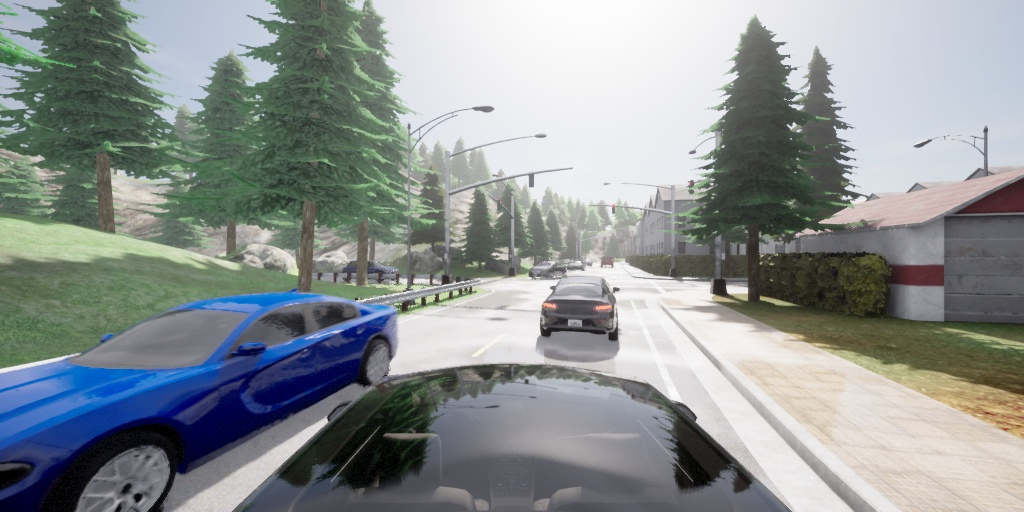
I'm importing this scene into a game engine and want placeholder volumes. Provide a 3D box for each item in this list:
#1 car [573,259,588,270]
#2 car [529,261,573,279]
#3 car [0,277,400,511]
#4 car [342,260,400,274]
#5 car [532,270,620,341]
[{"bbox_3d":[8.557,1.314,47.474,1.994,1.385,4.181,0,0,16],"label":"car"},{"bbox_3d":[3.238,1.243,31.723,2.128,1.511,4.902,0,0,32],"label":"car"},{"bbox_3d":[-3.280,1.227,4.307,1.882,1.535,5.008,0,0,12],"label":"car"},{"bbox_3d":[-11.349,1.117,29.000,4.553,1.767,2.097,0,0,15],"label":"car"},{"bbox_3d":[1.960,1.276,9.924,1.812,1.442,4.674,0,0,15],"label":"car"}]
